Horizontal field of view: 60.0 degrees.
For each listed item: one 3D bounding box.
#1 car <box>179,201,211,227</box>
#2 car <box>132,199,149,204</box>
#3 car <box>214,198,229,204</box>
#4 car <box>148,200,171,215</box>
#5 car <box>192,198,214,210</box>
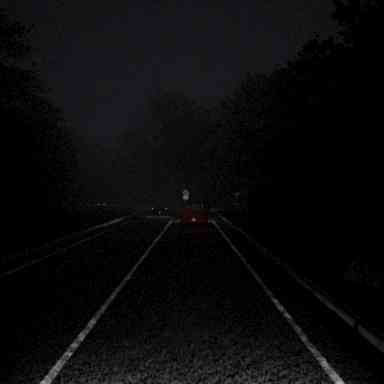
[{"bbox_3d":[0.119,1.642,24.062,1.882,1.535,5.008,0,0,0],"label":"car"},{"bbox_3d":[-10.682,2.082,72.990,4.718,1.301,1.895,0,0,-34],"label":"car"},{"bbox_3d":[5.630,1.997,74.351,5.357,1.411,2.033,0,0,26],"label":"car"},{"bbox_3d":[-3.468,1.864,37.525,1.895,1.301,4.718,0,0,0],"label":"car"},{"bbox_3d":[1.010,1.632,41.026,2.097,1.767,4.553,0,0,13],"label":"car"}]
